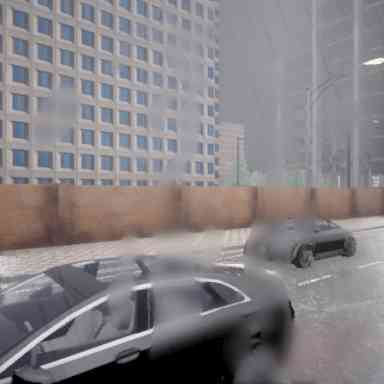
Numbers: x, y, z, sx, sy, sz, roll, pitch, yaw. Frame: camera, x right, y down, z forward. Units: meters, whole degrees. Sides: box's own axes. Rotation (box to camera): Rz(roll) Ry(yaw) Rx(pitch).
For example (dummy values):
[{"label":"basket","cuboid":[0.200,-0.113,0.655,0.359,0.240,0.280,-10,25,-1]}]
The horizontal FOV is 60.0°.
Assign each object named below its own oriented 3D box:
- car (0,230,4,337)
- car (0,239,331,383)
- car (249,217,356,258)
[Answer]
[{"label":"car","cuboid":[-5.534,1.478,4.611,5.008,1.535,1.882,0,0,-32]},{"label":"car","cuboid":[-0.989,1.492,3.267,4.902,1.511,2.128,0,0,-37]},{"label":"car","cuboid":[3.720,1.564,11.241,4.181,1.385,1.994,0,0,-37]}]
